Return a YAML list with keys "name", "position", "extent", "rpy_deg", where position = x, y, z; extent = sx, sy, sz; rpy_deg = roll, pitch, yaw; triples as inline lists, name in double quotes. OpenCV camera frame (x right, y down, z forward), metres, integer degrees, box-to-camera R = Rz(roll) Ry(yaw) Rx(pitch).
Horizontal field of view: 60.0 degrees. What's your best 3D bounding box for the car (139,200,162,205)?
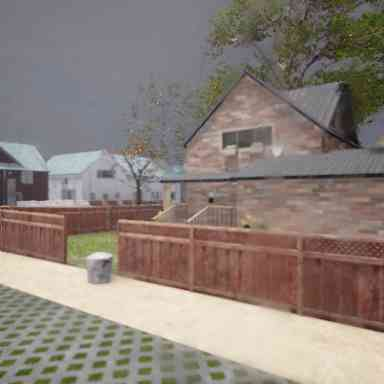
- name: "car"
  position: [-4.965, 1.630, 35.430]
  extent: [2.097, 1.767, 4.553]
  rpy_deg: [0, -1, 37]
